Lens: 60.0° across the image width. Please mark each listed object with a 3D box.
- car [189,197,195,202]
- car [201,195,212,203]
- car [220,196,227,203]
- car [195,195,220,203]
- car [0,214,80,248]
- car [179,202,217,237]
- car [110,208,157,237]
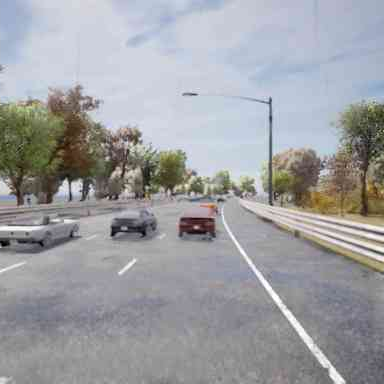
[{"bbox_3d":[0.333,1.983,86.268,2.128,1.511,4.902,0,0,9],"label":"car"},{"bbox_3d":[3.742,1.681,85.399,2.150,2.045,5.566,0,0,9],"label":"car"},{"bbox_3d":[7.327,1.963,85.702,1.837,1.490,4.892,0,0,9],"label":"car"},{"bbox_3d":[1.775,1.541,37.654,2.097,1.767,4.553,0,0,5],"label":"car"},{"bbox_3d":[-6.845,1.664,15.203,1.895,1.301,4.718,0,0,3],"label":"car"},{"bbox_3d":[0.373,1.568,18.614,1.882,1.535,5.008,0,0,3],"label":"car"},{"bbox_3d":[-3.143,1.610,18.416,1.812,1.442,4.674,0,0,3],"label":"car"}]
